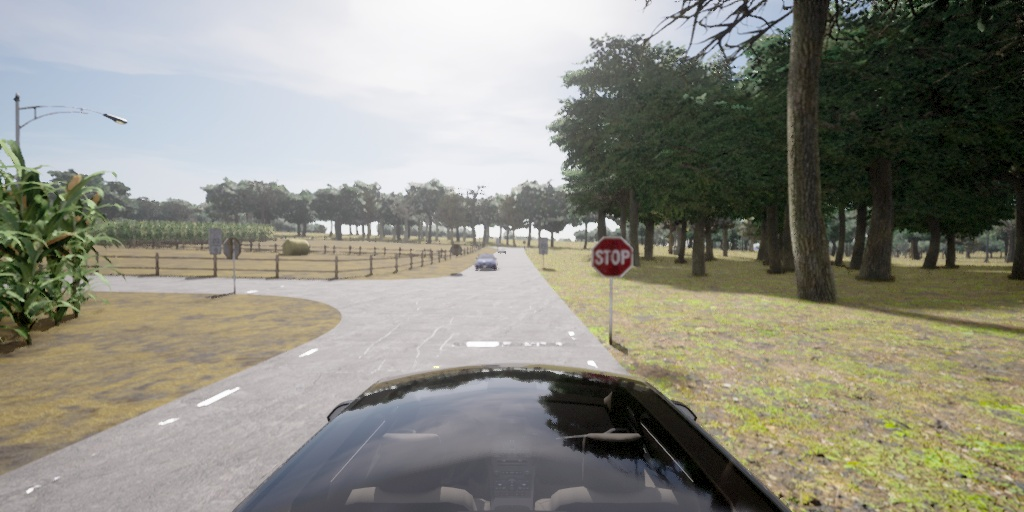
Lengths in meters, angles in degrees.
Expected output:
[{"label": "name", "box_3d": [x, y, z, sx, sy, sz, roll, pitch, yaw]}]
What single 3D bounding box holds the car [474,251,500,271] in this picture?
[{"label": "car", "box_3d": [-2.328, 0.520, 33.147, 1.812, 1.442, 4.674, 0, 2, 1]}]
